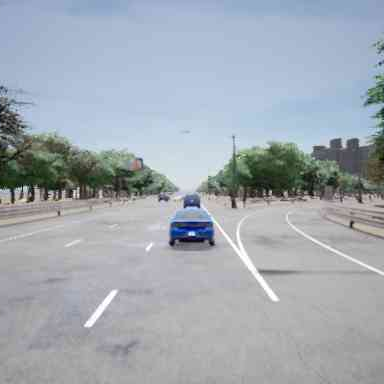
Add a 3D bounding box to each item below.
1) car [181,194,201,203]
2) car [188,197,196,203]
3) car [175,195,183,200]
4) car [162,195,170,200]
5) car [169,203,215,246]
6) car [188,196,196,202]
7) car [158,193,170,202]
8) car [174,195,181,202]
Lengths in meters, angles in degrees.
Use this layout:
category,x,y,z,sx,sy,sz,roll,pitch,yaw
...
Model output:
category,x,y,z,sx,sy,sz,roll,pitch,yaw
car,-0.005,1.262,43.442,2.150,2.045,5.566,0,0,0
car,-0.007,1.720,74.591,1.895,1.301,4.718,0,0,0
car,-3.508,1.536,91.233,1.812,1.442,4.674,0,0,0
car,-7.008,1.490,91.232,1.882,1.535,5.008,0,0,0
car,-0.007,1.492,15.473,1.882,1.535,5.008,0,0,0
car,-0.007,1.684,82.058,2.033,1.411,5.357,0,0,0
car,-7.007,1.363,80.842,2.150,2.045,5.566,0,0,0
car,-3.507,1.664,81.226,1.812,1.442,4.674,0,0,0
